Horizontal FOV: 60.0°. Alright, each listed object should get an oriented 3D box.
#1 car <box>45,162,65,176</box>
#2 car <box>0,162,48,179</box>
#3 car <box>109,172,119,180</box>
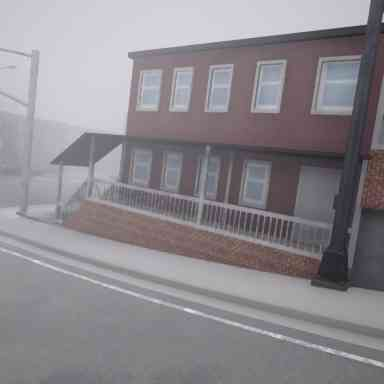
[{"bbox_3d":[-17.260,-2.731,38.659,2.128,1.511,4.902,11,6,35],"label":"car"},{"bbox_3d":[-17.447,-2.146,32.499,2.033,1.411,5.357,11,6,37],"label":"car"},{"bbox_3d":[-8.808,-2.184,44.468,1.837,1.490,4.892,11,8,35],"label":"car"}]
